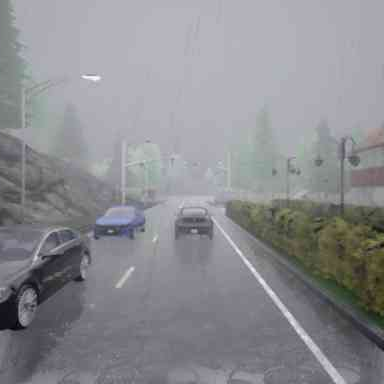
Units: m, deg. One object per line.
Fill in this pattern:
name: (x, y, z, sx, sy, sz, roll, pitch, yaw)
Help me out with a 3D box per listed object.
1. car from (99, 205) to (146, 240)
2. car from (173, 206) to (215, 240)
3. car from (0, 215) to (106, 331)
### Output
car: (-3.563, 1.462, 17.158, 1.882, 1.535, 5.008, 0, 0, 1)
car: (0.103, 1.489, 17.010, 1.837, 1.490, 4.892, 0, 0, 0)
car: (-3.572, 1.485, 6.937, 2.128, 1.511, 4.902, 0, 0, 0)
